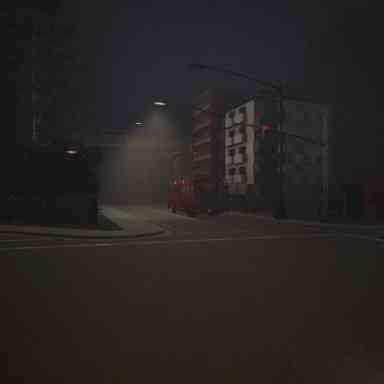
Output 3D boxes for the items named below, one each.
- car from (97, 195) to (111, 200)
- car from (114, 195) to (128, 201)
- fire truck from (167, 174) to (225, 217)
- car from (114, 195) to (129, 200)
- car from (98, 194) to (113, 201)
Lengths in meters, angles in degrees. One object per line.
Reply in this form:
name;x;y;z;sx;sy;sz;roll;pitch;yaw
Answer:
car;-21.428;1.301;81.259;1.853;1.218;4.536;0;0;5
car;-17.416;1.458;82.335;2.038;1.542;4.974;0;0;-40
fire truck;0.138;0.343;32.402;2.891;3.827;8.468;0;0;-20
car;-17.449;1.301;82.375;1.853;1.218;4.536;0;0;-40
car;-21.432;1.459;81.207;2.038;1.542;4.974;0;0;5
